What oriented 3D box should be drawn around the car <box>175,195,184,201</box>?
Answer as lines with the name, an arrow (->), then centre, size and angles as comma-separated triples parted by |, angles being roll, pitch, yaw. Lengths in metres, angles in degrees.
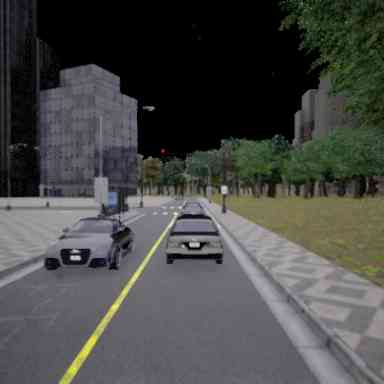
car -> -3.070, 1.441, 81.335 | 1.994, 1.385, 4.181 | 0, 0, 0

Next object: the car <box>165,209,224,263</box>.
car -> 0.081, 1.544, 11.928 | 2.033, 1.411, 5.357 | 0, 0, 0

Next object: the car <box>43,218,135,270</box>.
car -> -3.100, 1.561, 10.830 | 1.994, 1.385, 4.181 | 0, 0, 0

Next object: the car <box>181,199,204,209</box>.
car -> 0.075, 1.548, 27.154 | 1.994, 1.385, 4.181 | 0, 0, 0
